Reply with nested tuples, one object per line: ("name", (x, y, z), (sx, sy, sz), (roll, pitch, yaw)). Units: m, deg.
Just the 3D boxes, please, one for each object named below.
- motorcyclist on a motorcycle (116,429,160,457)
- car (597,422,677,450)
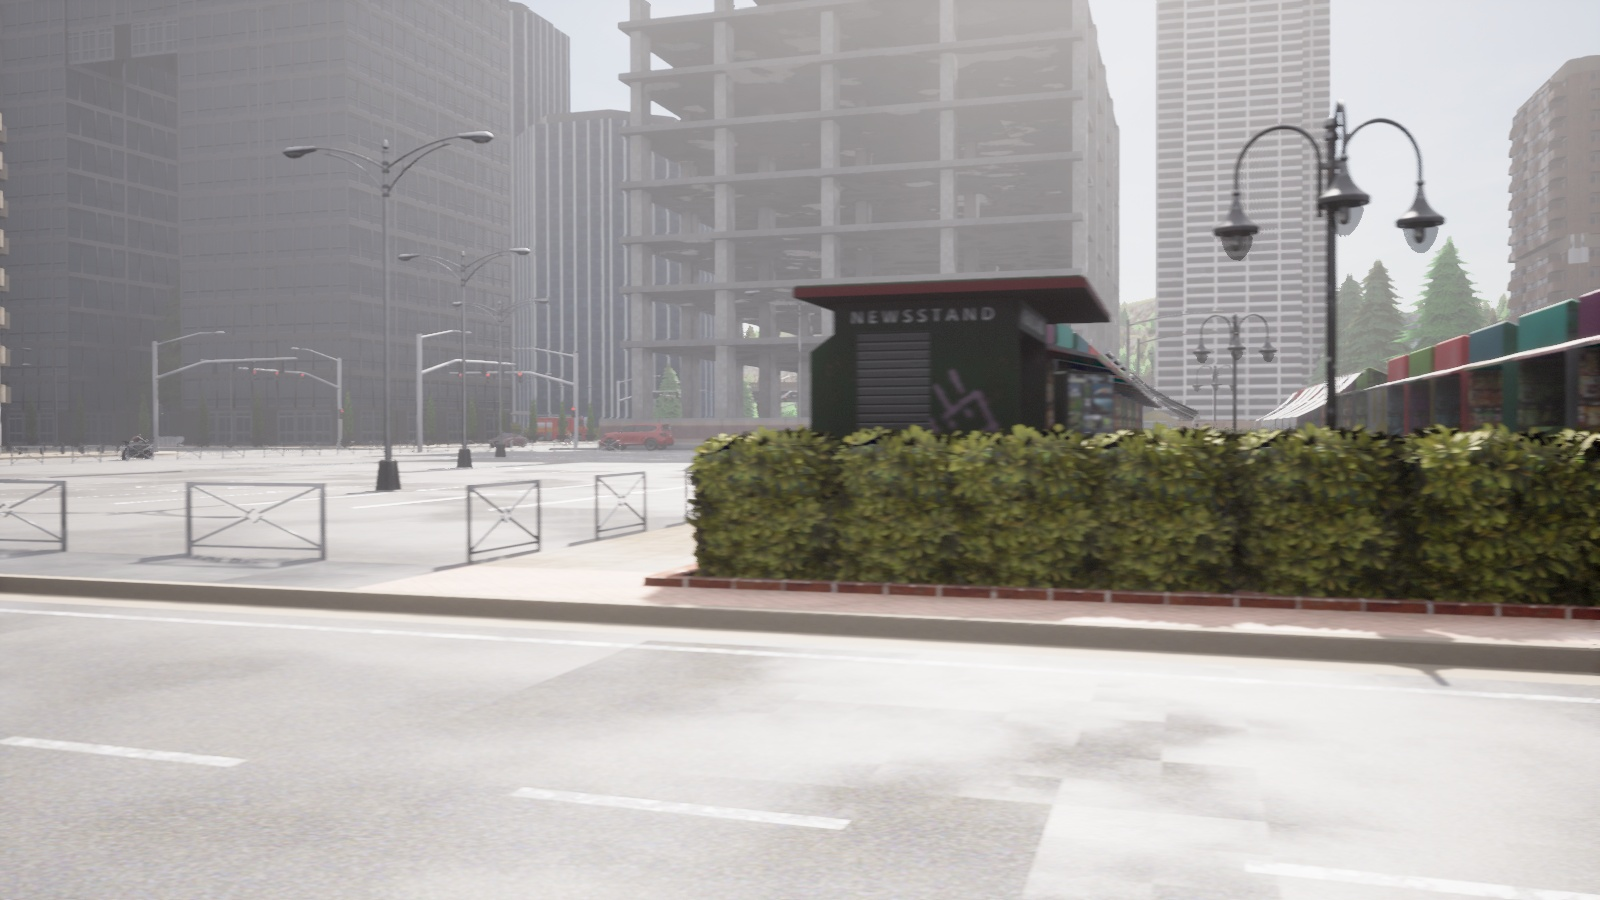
("motorcyclist on a motorcycle", (-37.225, -0.411, 70.647), (0.866, 1.530, 2.191), (0, 1, 17))
("car", (-12.245, -1.068, 94.342), (5.566, 2.045, 2.150), (0, 1, 17))
